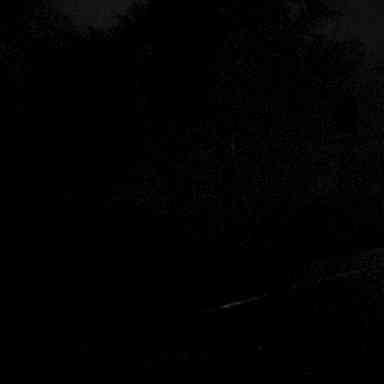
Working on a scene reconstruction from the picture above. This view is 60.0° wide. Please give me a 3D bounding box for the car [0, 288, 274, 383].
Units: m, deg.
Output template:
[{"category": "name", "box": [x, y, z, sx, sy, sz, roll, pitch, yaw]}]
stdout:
[{"category": "car", "box": [-1.814, 1.548, 2.451, 5.357, 1.411, 2.033, 0, 0, -36]}]
